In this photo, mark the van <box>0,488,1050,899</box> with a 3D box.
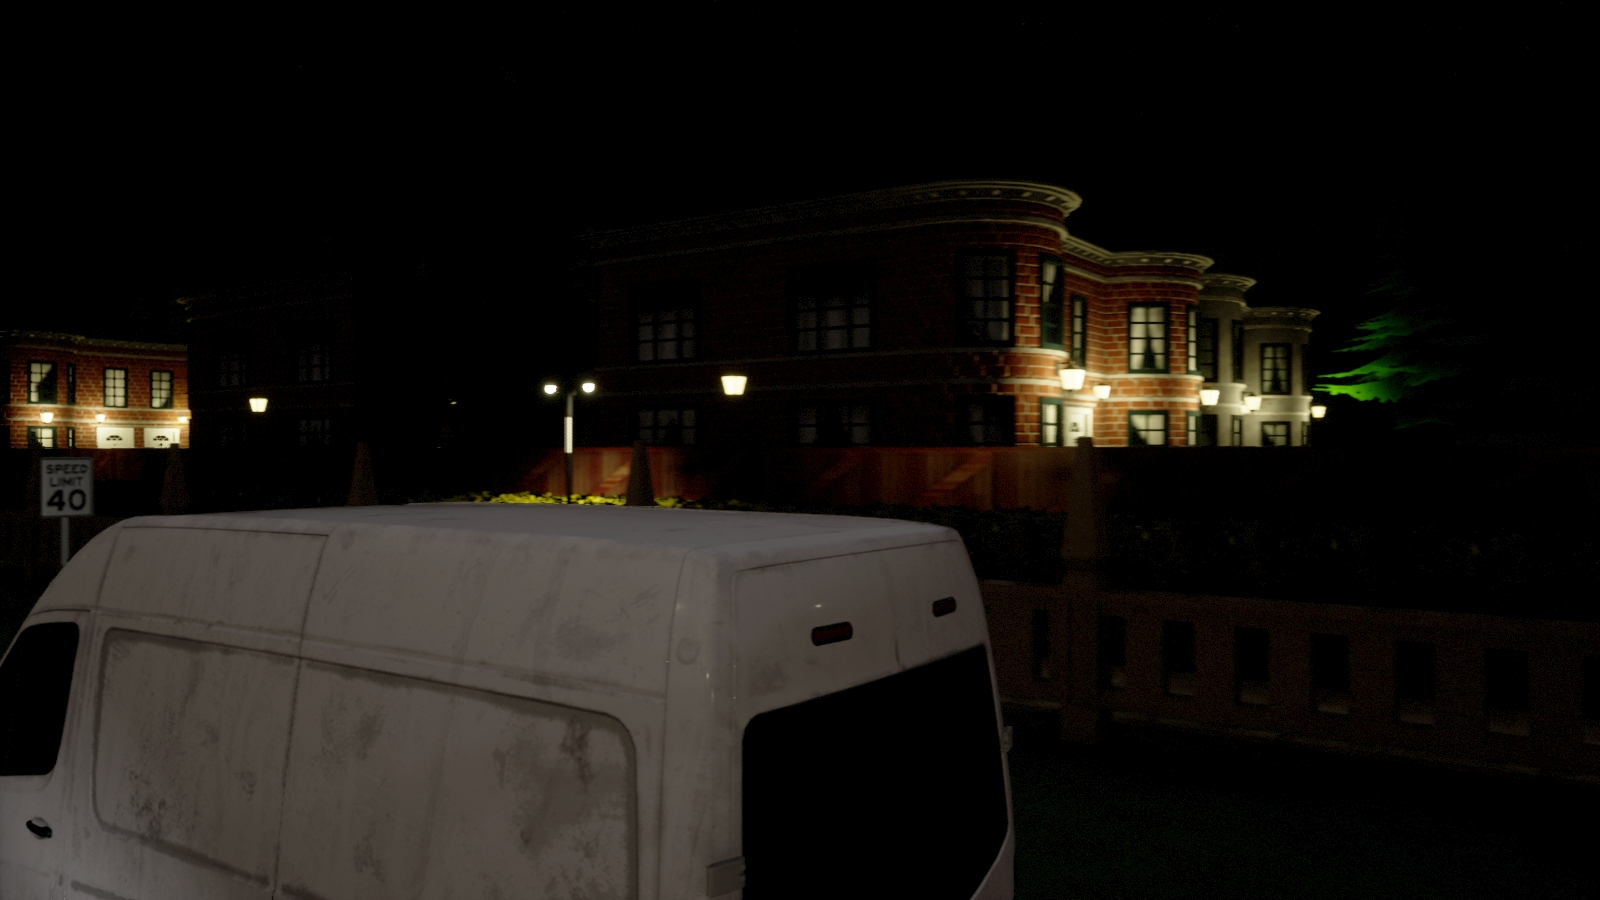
[{"bbox_3d":[-2.046,1.534,5.210,5.915,2.561,1.988,0,0,35],"label":"van"}]
